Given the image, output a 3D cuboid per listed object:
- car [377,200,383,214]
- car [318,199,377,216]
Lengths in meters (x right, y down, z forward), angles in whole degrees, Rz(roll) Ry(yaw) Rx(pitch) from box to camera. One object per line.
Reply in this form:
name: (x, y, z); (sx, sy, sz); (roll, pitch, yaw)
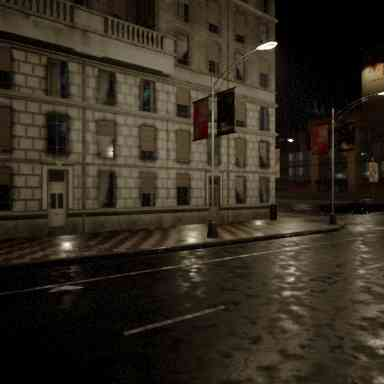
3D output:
car: (18.529, 1.493, 33.931); (2.128, 1.511, 4.902); (0, 0, -39)
car: (14.889, 1.601, 32.381); (1.895, 1.301, 4.718); (0, 0, -33)
